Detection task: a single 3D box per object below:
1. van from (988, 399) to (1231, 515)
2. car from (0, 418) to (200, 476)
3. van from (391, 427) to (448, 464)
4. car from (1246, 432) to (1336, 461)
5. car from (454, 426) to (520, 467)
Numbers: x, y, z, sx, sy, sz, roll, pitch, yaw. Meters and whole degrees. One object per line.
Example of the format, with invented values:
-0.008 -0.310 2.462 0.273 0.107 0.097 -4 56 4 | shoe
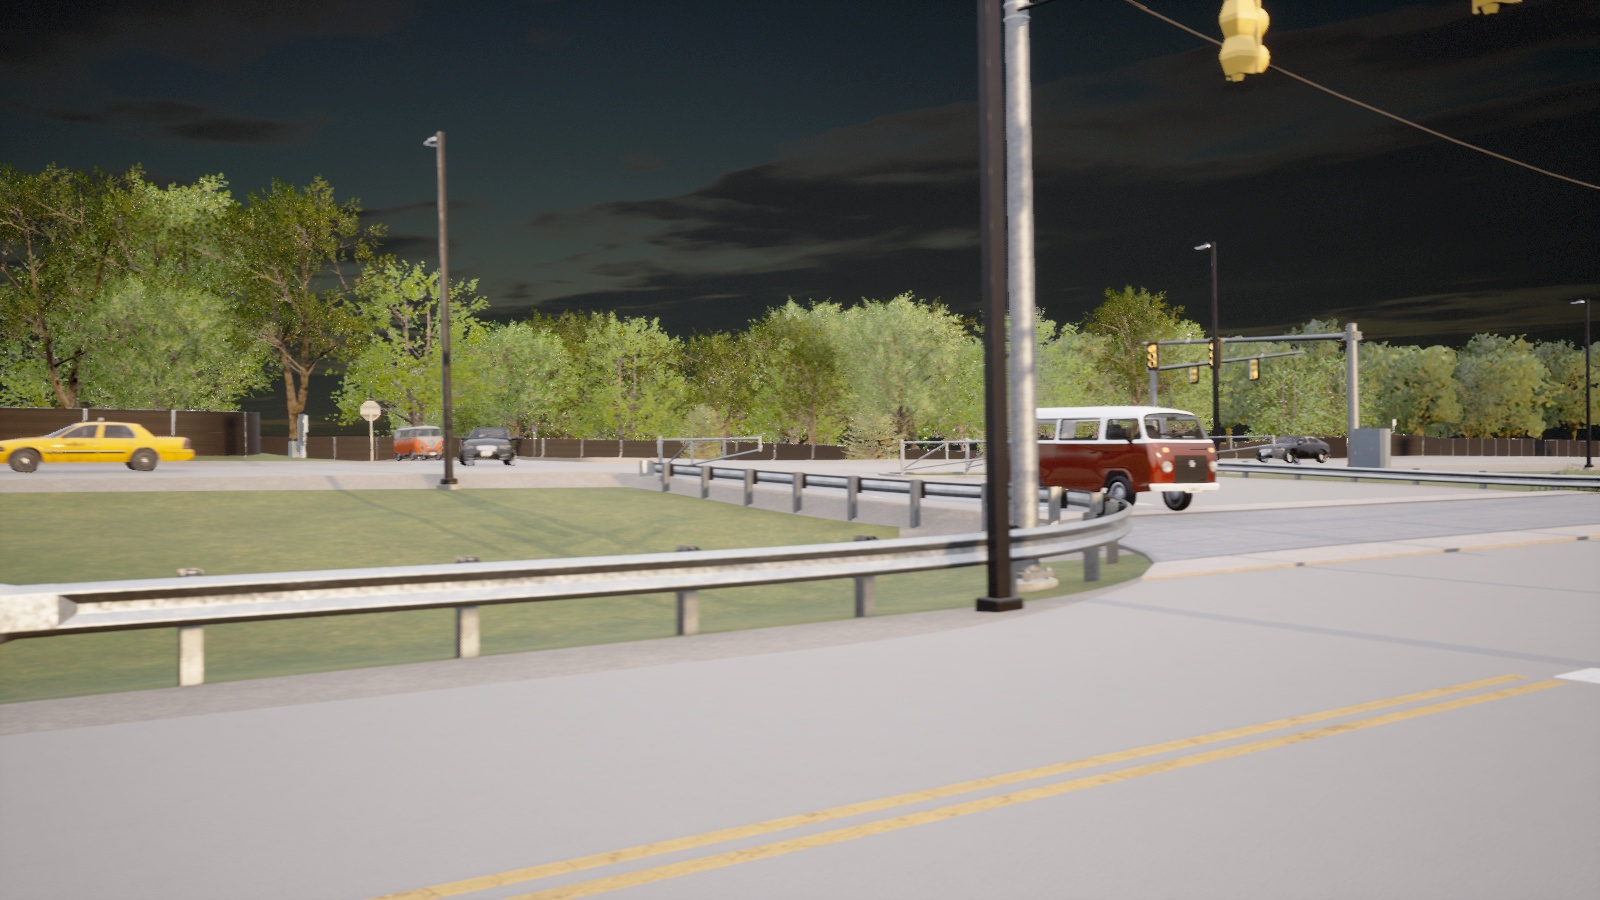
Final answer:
5.947 0.128 24.673 2.069 2.038 4.480 0 0 -31 | van
-20.304 -0.082 36.045 5.366 1.575 1.801 0 0 -34 | car
-21.717 -0.251 71.523 1.775 1.987 4.442 -1 0 -35 | van
26.566 -0.175 67.840 4.902 1.511 2.128 0 0 -34 | car
-12.023 -0.120 48.526 2.128 1.511 4.902 0 0 -10 | car
